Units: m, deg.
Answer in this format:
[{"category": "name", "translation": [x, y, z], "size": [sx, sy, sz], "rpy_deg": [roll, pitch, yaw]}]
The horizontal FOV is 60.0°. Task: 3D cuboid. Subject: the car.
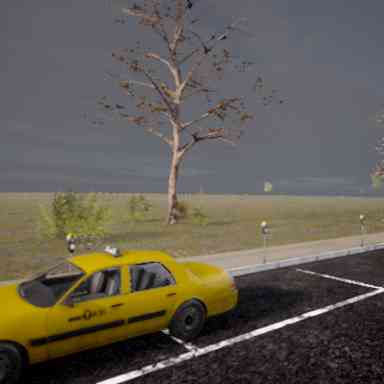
[{"category": "car", "translation": [-1.457, 1.540, 5.049], "size": [4.829, 1.417, 1.752], "rpy_deg": [1, 0, -36]}]
